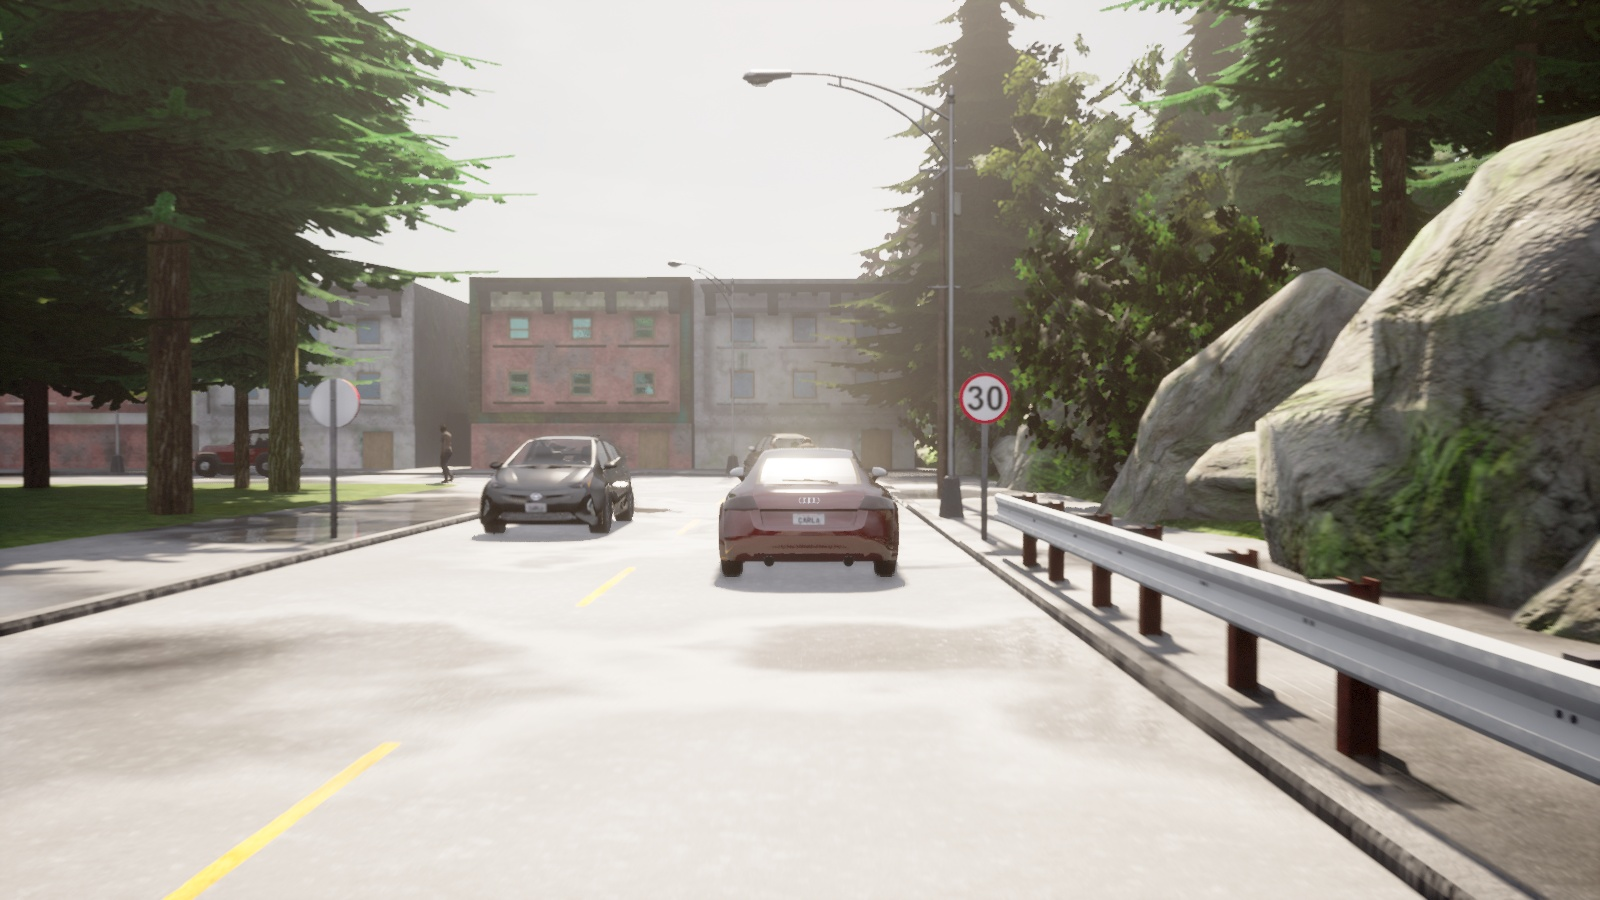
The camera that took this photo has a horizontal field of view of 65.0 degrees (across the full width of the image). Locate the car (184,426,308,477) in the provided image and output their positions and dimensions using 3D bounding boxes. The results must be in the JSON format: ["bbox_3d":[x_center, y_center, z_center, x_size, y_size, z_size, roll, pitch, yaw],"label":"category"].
[{"bbox_3d":[-20.975,0.038,47.638,3.866,1.878,1.905,0,1,1],"label":"car"}]

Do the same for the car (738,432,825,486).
[{"bbox_3d":[-0.639,0.243,39.396,1.851,1.617,3.988,0,1,-14],"label":"car"}]

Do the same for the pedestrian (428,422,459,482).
[{"bbox_3d":[-10.837,0.056,38.196,0.869,1.805,0.328,0,1,18],"label":"pedestrian"}]

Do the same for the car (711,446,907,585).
[{"bbox_3d":[0.099,0.658,14.912,1.994,1.385,4.181,0,1,0],"label":"car"}]

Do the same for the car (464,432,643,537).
[{"bbox_3d":[-3.870,0.480,20.497,2.007,1.525,4.514,0,1,0],"label":"car"}]
